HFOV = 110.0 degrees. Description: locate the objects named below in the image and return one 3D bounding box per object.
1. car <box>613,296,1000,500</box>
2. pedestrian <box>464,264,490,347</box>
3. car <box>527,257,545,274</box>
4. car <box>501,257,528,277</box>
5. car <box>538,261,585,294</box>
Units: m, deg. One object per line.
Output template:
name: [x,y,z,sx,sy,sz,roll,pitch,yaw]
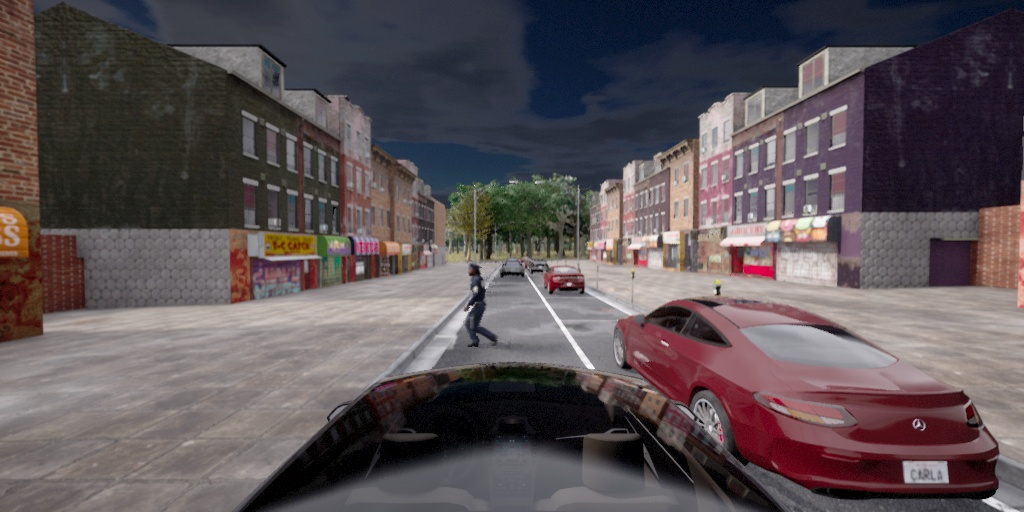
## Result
car: [2.747,1.248,4.685,1.812,1.442,4.674,0,1,0]
pedestrian: [-0.728,0.989,7.503,0.375,1.860,0.375,-1,1,0]
car: [2.598,1.021,34.834,1.948,1.339,4.313,0,0,0]
car: [0.059,1.052,30.787,1.994,1.385,4.181,0,1,0]
car: [2.617,1.138,18.615,1.888,1.381,4.507,0,0,0]
